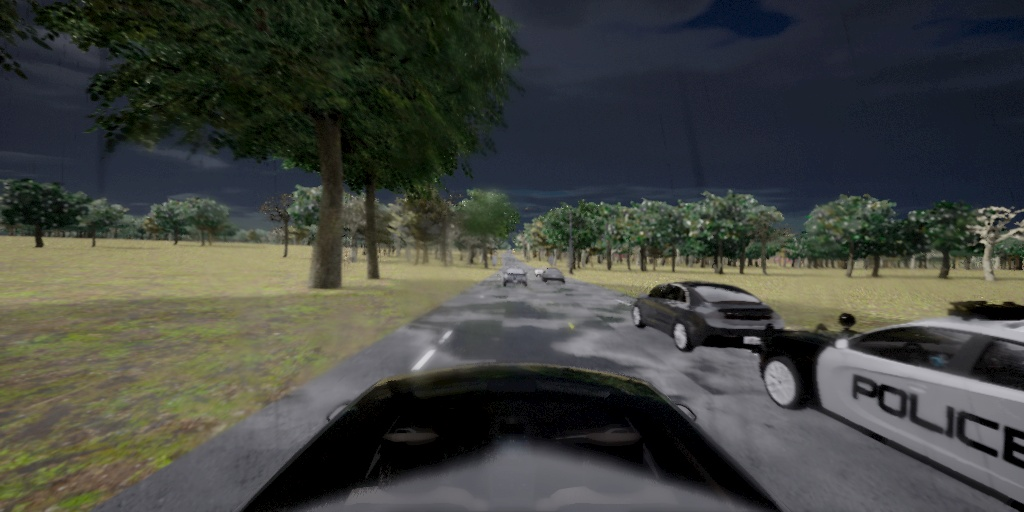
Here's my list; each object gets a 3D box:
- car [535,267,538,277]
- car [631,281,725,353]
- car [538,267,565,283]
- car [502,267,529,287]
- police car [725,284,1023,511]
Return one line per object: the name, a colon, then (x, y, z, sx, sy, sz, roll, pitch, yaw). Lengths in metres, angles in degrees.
car: (3.898, 1.989, 45.076, 1.895, 1.301, 4.718, 1, -1, 1)
car: (4.608, 1.393, 9.267, 1.837, 1.490, 4.892, 1, -1, 1)
car: (3.870, 1.791, 34.427, 1.994, 1.385, 4.181, 1, -1, 1)
car: (0.257, 1.628, 28.424, 1.812, 1.442, 4.674, 1, -1, 1)
police car: (4.545, 1.242, 3.377, 1.930, 1.638, 5.238, 1, -1, 1)
